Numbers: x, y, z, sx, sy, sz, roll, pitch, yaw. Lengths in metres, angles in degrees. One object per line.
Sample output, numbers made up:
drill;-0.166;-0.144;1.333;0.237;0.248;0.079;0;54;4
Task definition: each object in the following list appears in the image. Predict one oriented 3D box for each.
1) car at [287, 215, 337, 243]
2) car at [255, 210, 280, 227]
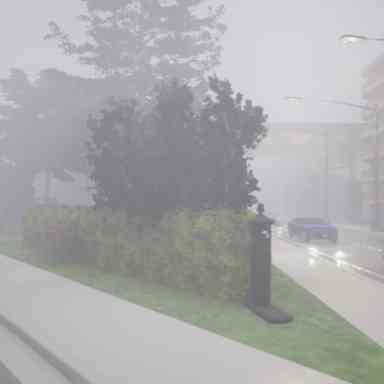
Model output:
car;7.641;2.310;21.590;1.882;1.535;5.008;1;-2;0
car;7.715;2.633;34.672;2.097;1.767;4.553;1;-2;1
